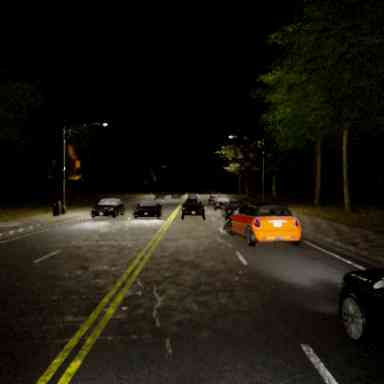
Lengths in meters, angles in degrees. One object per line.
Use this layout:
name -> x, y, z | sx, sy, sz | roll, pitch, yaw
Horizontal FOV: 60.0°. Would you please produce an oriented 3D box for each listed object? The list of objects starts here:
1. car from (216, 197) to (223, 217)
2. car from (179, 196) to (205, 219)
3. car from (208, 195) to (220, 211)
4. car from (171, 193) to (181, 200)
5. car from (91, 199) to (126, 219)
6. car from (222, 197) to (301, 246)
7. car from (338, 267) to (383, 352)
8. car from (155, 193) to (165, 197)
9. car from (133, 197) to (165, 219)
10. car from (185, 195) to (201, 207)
car -> 3.249, 1.355, 25.426 | 2.033, 1.411, 5.357 | 0, 0, 0
car -> 0.099, 1.322, 26.732 | 1.812, 1.442, 4.674 | 0, 1, 0
car -> 3.248, 1.261, 36.425 | 2.033, 1.411, 5.357 | 0, 0, 0
car -> -3.257, 0.961, 67.569 | 1.895, 1.301, 4.718 | 0, 1, 0
car -> -6.598, 1.289, 26.615 | 2.128, 1.511, 4.902 | 0, 0, 0
car -> 3.017, 1.246, 14.864 | 2.097, 1.767, 4.553 | 0, 0, -7
car -> 3.250, 1.468, 3.427 | 2.128, 1.511, 4.902 | 0, 0, 0
car -> -6.505, 0.856, 67.996 | 1.812, 1.442, 4.674 | 0, 1, 0
car -> -3.349, 1.365, 26.168 | 1.994, 1.385, 4.181 | 0, 0, 0
car -> 0.091, 1.188, 45.010 | 2.033, 1.411, 5.357 | 0, 1, 0
